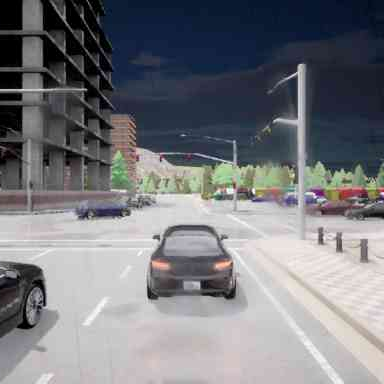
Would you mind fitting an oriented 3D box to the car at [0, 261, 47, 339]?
[{"bbox_3d":[-3.488,1.492,4.029,2.128,1.511,4.902,0,0,0],"label":"car"}]

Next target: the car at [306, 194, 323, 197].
[{"bbox_3d":[20.780,1.451,56.339,3.806,1.475,1.970,0,0,0],"label":"car"}]

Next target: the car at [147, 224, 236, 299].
[{"bbox_3d":[-0.032,1.526,8.308,1.812,1.442,4.674,0,0,-1],"label":"car"}]

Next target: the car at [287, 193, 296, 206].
[{"bbox_3d":[20.700,1.209,61.917,4.605,1.855,1.932,0,0,0],"label":"car"}]

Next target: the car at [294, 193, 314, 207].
[{"bbox_3d":[20.765,1.419,59.234,3.905,1.438,1.784,0,0,0],"label":"car"}]

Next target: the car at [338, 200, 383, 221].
[{"bbox_3d":[14.973,1.581,27.333,4.674,1.442,1.812,0,0,-1],"label":"car"}]

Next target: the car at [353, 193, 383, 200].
[{"bbox_3d":[35.730,1.209,67.551,4.605,1.855,1.932,0,0,0],"label":"car"}]

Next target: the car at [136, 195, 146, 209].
[{"bbox_3d":[-7.968,1.526,45.675,1.812,1.442,4.674,0,0,0],"label":"car"}]

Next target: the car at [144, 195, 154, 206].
[{"bbox_3d":[-8.088,1.352,55.754,2.097,1.767,4.553,0,0,0],"label":"car"}]

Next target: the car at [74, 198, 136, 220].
[{"bbox_3d":[-7.561,1.377,28.436,4.553,1.767,2.097,0,0,-43],"label":"car"}]

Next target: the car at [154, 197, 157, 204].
[{"bbox_3d":[-8.167,1.601,65.857,1.895,1.301,4.718,0,0,0],"label":"car"}]

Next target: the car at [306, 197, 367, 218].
[{"bbox_3d":[12.981,1.533,30.835,5.008,1.535,1.882,0,0,-1],"label":"car"}]
